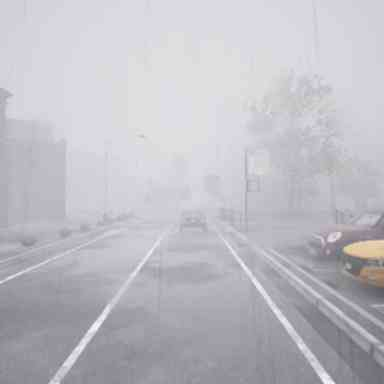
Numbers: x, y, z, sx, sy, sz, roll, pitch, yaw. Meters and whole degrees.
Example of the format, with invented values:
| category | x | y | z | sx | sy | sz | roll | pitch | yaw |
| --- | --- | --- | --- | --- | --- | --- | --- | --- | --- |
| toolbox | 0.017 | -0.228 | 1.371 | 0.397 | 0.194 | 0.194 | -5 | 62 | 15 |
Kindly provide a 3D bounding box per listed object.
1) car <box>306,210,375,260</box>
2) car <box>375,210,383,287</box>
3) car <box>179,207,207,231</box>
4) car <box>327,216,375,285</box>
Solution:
| category | x | y | z | sx | sy | sz | roll | pitch | yaw |
| --- | --- | --- | --- | --- | --- | --- | --- | --- | --- |
| car | 6.213 | 1.380 | 10.990 | 4.553 | 1.767 | 2.185 | 0 | 0 | -1 |
| car | 6.268 | 1.220 | 5.037 | 5.566 | 2.045 | 2.435 | 0 | 0 | 0 |
| car | 0.086 | 1.885 | 23.036 | 2.033 | 1.411 | 5.357 | 0 | -2 | 0 |
| car | 6.216 | 1.488 | 7.953 | 5.008 | 1.535 | 2.097 | 0 | 0 | -1 |
